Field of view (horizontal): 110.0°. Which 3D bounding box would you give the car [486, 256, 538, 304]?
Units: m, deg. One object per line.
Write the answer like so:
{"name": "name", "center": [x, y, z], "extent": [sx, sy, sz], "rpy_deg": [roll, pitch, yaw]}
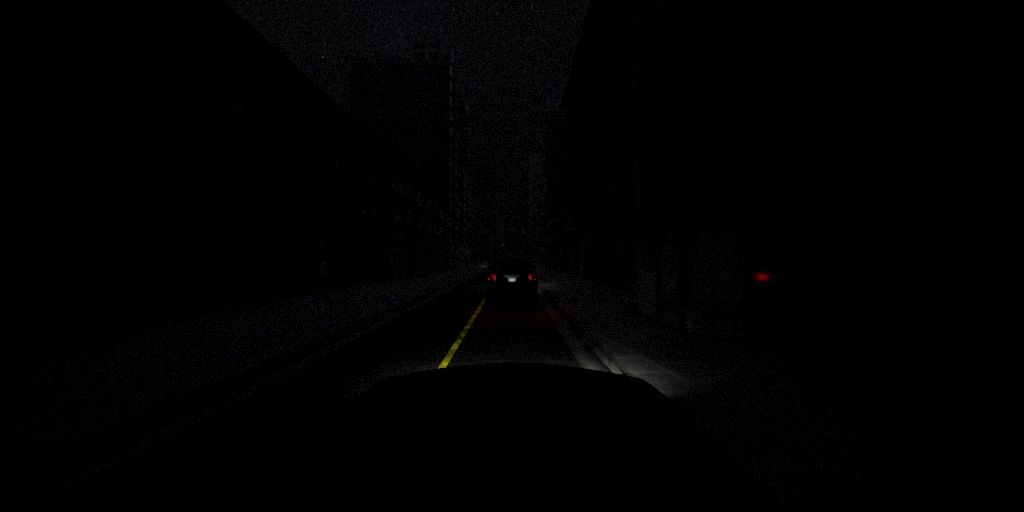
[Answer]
{"name": "car", "center": [0.000, 1.012, 16.531], "extent": [2.150, 2.045, 5.566], "rpy_deg": [0, 0, 0]}
